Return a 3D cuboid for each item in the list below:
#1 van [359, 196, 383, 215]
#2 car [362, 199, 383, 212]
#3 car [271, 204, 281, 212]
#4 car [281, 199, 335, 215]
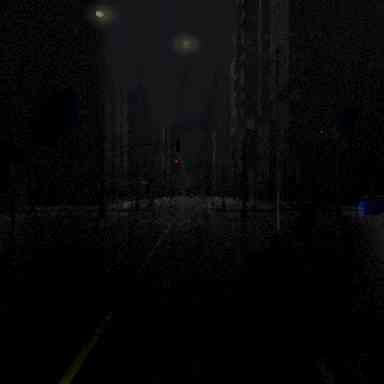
[{"bbox_3d":[17.227,1.221,29.894,3.998,1.788,1.690,0,-1,0],"label":"van"},{"bbox_3d":[22.379,1.562,38.434,4.507,1.381,1.887,0,-1,0],"label":"car"},{"bbox_3d":[11.628,1.575,38.401,4.829,1.417,1.752,0,-1,0],"label":"car"},{"bbox_3d":[11.527,1.407,32.636,4.674,1.442,1.812,0,-1,0],"label":"car"}]
